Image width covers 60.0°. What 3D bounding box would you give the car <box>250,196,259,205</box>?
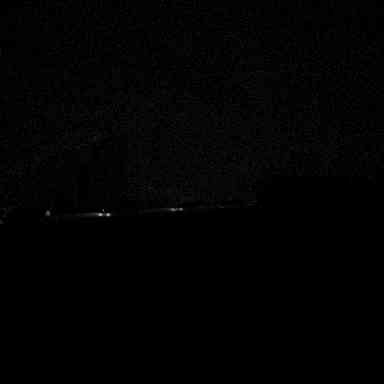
[{"bbox_3d":[11.942,1.423,58.550,2.128,1.511,4.902,-1,-1,35],"label":"car"}]

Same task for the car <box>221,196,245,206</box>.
[{"bbox_3d":[6.241,1.351,50.372,1.882,1.535,5.008,-1,-1,36],"label":"car"}]

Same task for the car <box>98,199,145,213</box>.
[{"bbox_3d":[-7.486,1.454,35.956,2.033,1.411,5.357,-1,-1,35],"label":"car"}]

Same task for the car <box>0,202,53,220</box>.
[{"bbox_3d":[-13.636,1.495,27.253,1.994,1.385,4.181,-1,-1,34],"label":"car"}]

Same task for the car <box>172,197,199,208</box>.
[{"bbox_3d":[-0.822,1.424,45.375,1.812,1.442,4.674,-1,-1,36],"label":"car"}]

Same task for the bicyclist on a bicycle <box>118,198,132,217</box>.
[{"bbox_3d":[-5.687,1.304,28.126,1.656,1.620,0.582,0,0,35],"label":"bicyclist on a bicycle"}]
